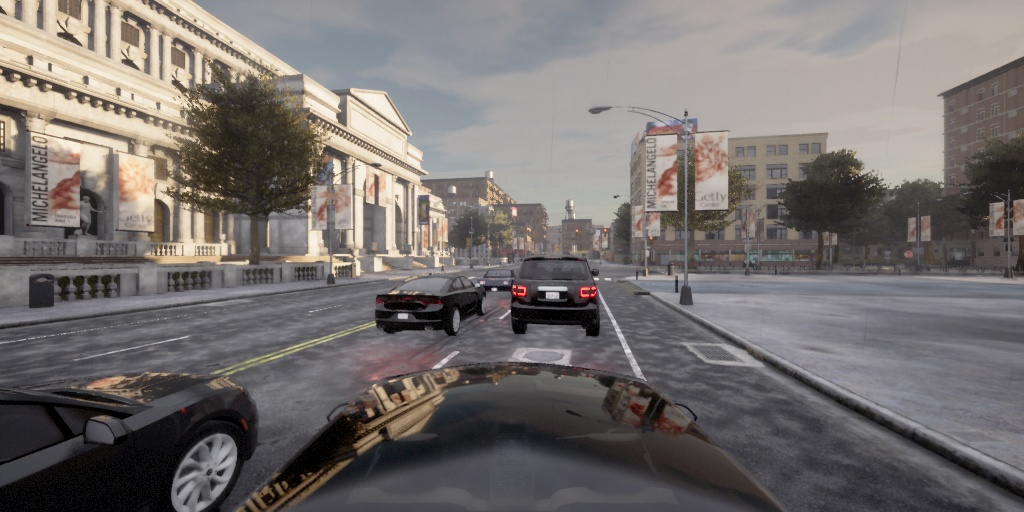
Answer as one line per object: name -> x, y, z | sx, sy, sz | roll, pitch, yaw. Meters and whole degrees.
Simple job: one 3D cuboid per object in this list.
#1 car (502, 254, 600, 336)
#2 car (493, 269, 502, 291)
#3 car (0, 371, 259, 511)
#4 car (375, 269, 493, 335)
car -> 1.381, 0.971, 10.636 | 2.150, 2.045, 5.566 | 0, 0, 10
car -> -0.445, 1.351, 19.772 | 1.895, 1.301, 4.718 | 0, 0, 11
car -> -3.203, 1.255, 1.258 | 1.837, 1.490, 4.892 | 0, 0, 0
car -> -2.106, 1.228, 10.651 | 1.882, 1.535, 5.008 | 0, 0, 9
